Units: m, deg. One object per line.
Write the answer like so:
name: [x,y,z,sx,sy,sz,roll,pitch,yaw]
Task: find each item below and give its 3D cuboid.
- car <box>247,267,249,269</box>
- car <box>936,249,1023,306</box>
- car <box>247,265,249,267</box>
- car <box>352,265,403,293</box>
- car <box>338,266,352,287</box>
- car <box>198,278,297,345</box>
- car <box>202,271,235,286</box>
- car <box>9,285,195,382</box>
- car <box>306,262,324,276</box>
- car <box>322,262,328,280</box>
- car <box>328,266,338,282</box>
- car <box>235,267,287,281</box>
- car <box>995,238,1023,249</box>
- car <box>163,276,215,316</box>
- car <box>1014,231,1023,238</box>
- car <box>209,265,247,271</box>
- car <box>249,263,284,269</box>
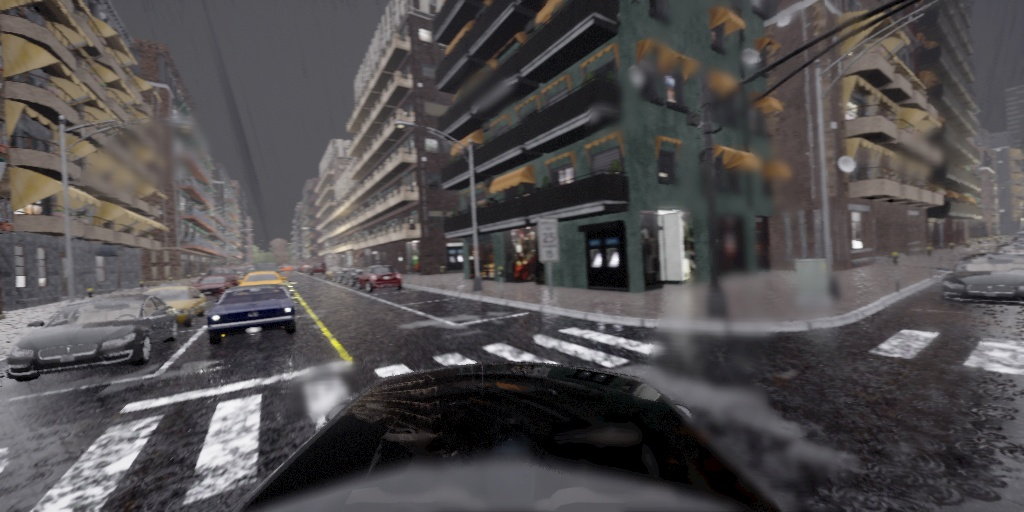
car: [-27.436,2.126,35.621,1.751,1.417,4.829,0,0,-34]
car: [13.200,0.579,9.718,4.403,1.370,2.007,0,0,-33]
car: [-30.635,2.011,40.384,2.192,1.841,5.009,0,0,-34]
car: [-8.149,1.283,21.923,1.967,1.591,4.097,0,0,-34]
car: [-11.253,1.488,26.545,2.007,1.370,4.403,0,0,-34]
car: [-7.575,1.543,10.639,1.895,1.301,4.718,-3,1,-34]
car: [-18.218,1.861,21.899,1.888,1.381,4.507,0,0,-34]
car: [-8.905,1.584,8.035,2.007,1.370,4.403,0,0,-34]
car: [-26.773,1.728,49.651,2.192,1.841,5.009,0,0,-34]
car: [-17.556,1.652,35.929,1.751,1.417,4.829,0,0,-34]
car: [-14.357,1.583,31.166,2.007,1.370,4.403,0,0,-34]
car: [-13.571,1.601,19.562,1.882,1.535,5.008,-3,1,-34]
car: [22.434,0.076,15.795,4.403,1.370,2.007,0,0,-33]
car: [-11.915,1.653,12.515,1.751,1.417,4.829,0,0,-34]
car: [31.667,-0.535,21.872,4.097,1.591,1.967,0,0,-33]
car: [-21.322,1.725,26.520,2.192,1.841,5.009,0,0,-34]
car: [-23.826,1.658,34.899,2.150,2.045,5.566,-3,0,-33]
